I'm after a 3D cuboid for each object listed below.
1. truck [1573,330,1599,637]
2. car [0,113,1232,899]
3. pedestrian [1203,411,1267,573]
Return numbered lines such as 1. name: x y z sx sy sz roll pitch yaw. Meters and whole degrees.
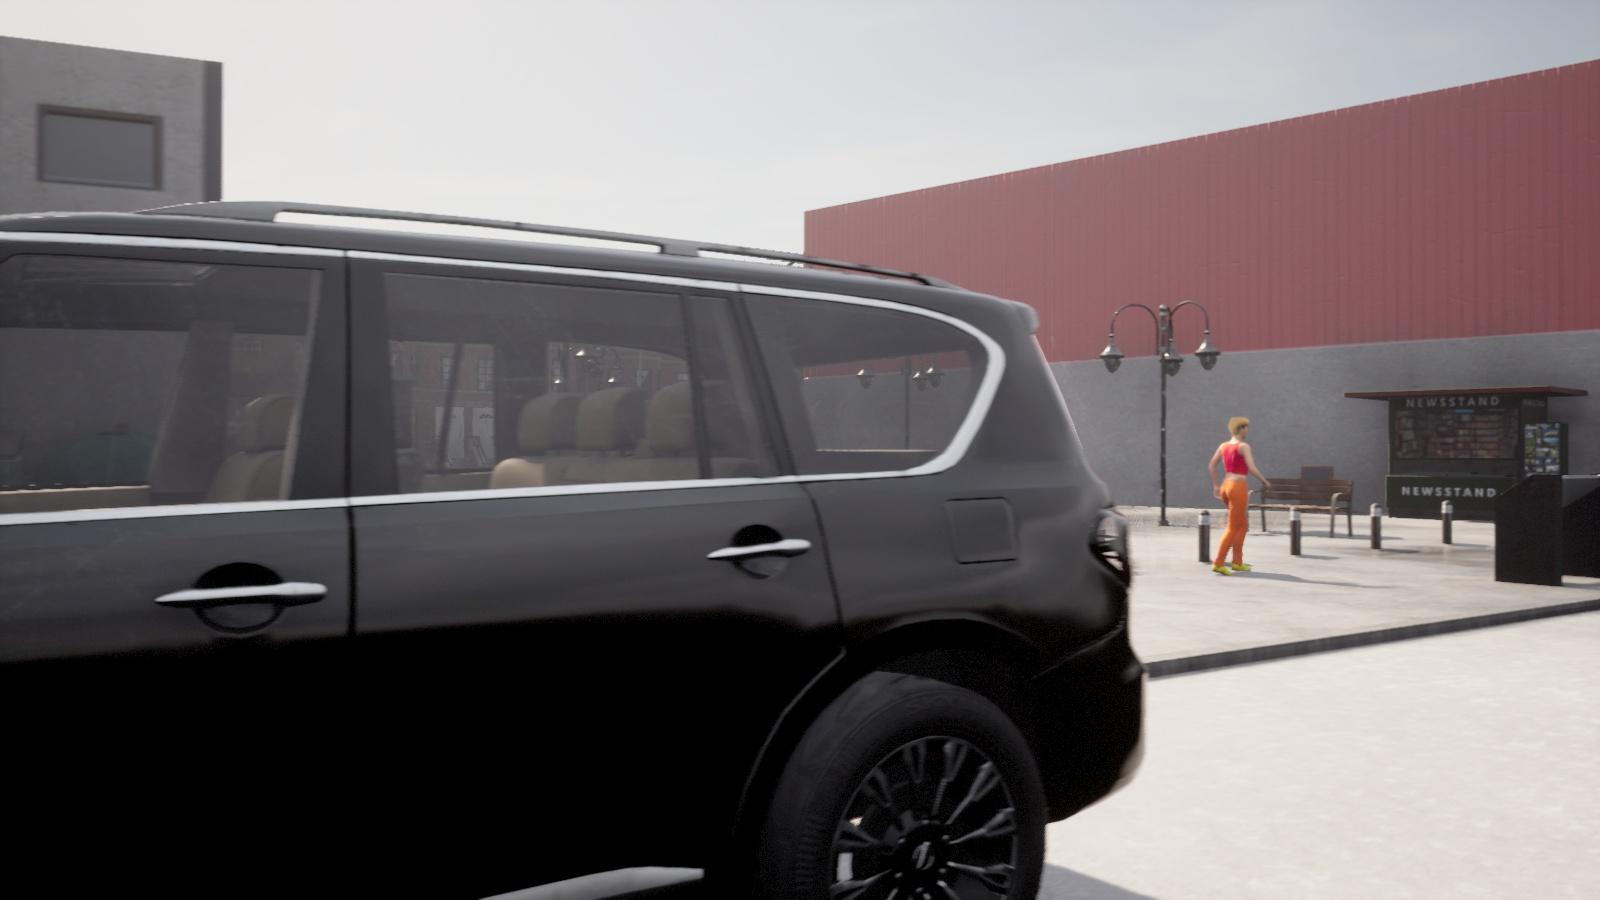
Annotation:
1. truck: 9.204 0.265 10.661 5.204 2.467 2.627 0 0 -35
2. car: -1.563 0.475 3.181 5.566 2.045 2.150 0 0 -35
3. pedestrian: 5.022 0.479 14.503 0.594 1.836 0.345 0 0 -17
